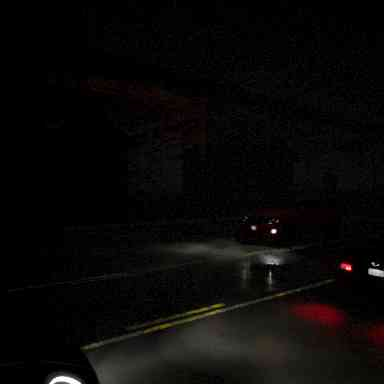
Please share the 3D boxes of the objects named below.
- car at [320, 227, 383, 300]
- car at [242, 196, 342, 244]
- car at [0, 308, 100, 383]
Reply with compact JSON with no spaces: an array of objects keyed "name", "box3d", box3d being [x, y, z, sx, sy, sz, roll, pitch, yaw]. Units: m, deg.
[{"name":"car","box3d":[5.467,1.547,7.658,5.357,1.411,2.033,0,0,-36]},{"name":"car","box3d":[4.955,1.224,16.085,5.566,2.045,2.150,0,0,-35]},{"name":"car","box3d":[-2.769,1.352,1.753,4.553,1.767,2.097,0,0,-36]}]
